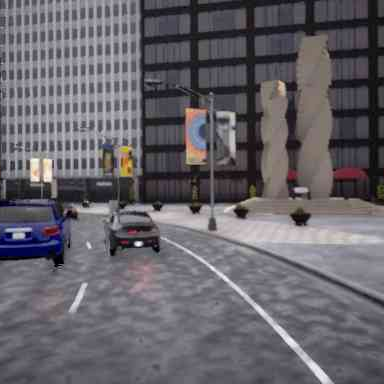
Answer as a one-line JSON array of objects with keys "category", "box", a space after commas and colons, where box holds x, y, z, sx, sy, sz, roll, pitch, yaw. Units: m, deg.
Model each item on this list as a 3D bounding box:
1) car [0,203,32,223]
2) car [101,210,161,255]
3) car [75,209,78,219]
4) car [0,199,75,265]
[{"category": "car", "box": [-15.048, 1.672, 27.568, 1.994, 1.385, 4.181, 0, 0, -43]}, {"category": "car", "box": [-2.569, 1.517, 13.655, 1.837, 1.490, 4.892, 0, 0, -18]}, {"category": "car", "box": [-11.558, 1.641, 28.877, 1.994, 1.385, 4.181, 0, 0, -41]}, {"category": "car", "box": [-5.458, 1.262, 11.554, 2.150, 2.045, 5.566, 0, 0, -17]}]
